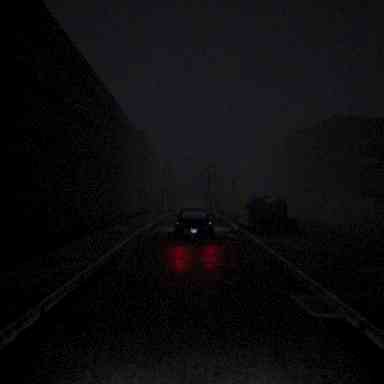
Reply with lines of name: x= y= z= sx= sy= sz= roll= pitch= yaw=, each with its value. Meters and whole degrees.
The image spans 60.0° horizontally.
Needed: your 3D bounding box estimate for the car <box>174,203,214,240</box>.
car: x=0.079 y=1.514 z=16.783 sx=1.812 sy=1.442 sz=4.674 roll=0 pitch=0 yaw=0
